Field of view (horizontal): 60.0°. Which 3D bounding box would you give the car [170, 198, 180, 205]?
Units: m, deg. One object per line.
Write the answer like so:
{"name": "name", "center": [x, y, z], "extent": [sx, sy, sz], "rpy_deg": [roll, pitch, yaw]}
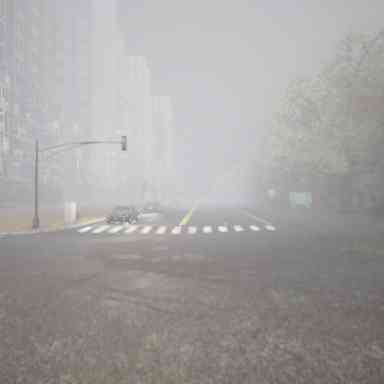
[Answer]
{"name": "car", "center": [-3.901, 2.156, 76.481], "extent": [1.994, 1.385, 4.181], "rpy_deg": [-1, 0, 2]}

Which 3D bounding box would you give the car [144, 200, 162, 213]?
{"name": "car", "center": [-5.020, 1.849, 42.943], "extent": [2.128, 1.511, 4.902], "rpy_deg": [-1, 0, 2]}

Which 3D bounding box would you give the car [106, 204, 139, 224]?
{"name": "car", "center": [-5.564, 1.755, 27.200], "extent": [1.837, 1.490, 4.892], "rpy_deg": [-1, 0, 2]}
